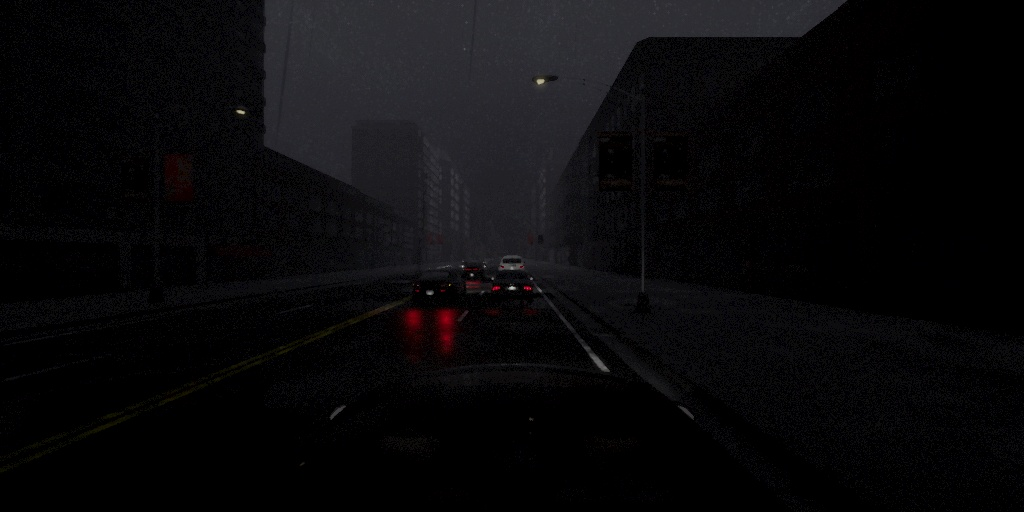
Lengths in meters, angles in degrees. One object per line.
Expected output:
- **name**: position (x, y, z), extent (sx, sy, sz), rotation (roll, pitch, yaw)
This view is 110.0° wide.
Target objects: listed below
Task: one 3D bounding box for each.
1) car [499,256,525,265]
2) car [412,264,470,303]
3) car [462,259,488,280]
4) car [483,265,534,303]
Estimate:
- **car**: position (0.000, 1.019, 31.531), extent (2.150, 2.045, 5.566), rotation (0, 0, 0)
- **car**: position (-3.250, 1.285, 16.500), extent (1.812, 1.442, 4.674), rotation (0, 0, 0)
- **car**: position (-3.250, 1.278, 31.500), extent (1.837, 1.490, 4.892), rotation (0, 0, 0)
- **car**: position (0.000, 1.315, 16.500), extent (2.033, 1.411, 5.357), rotation (0, 0, 0)
